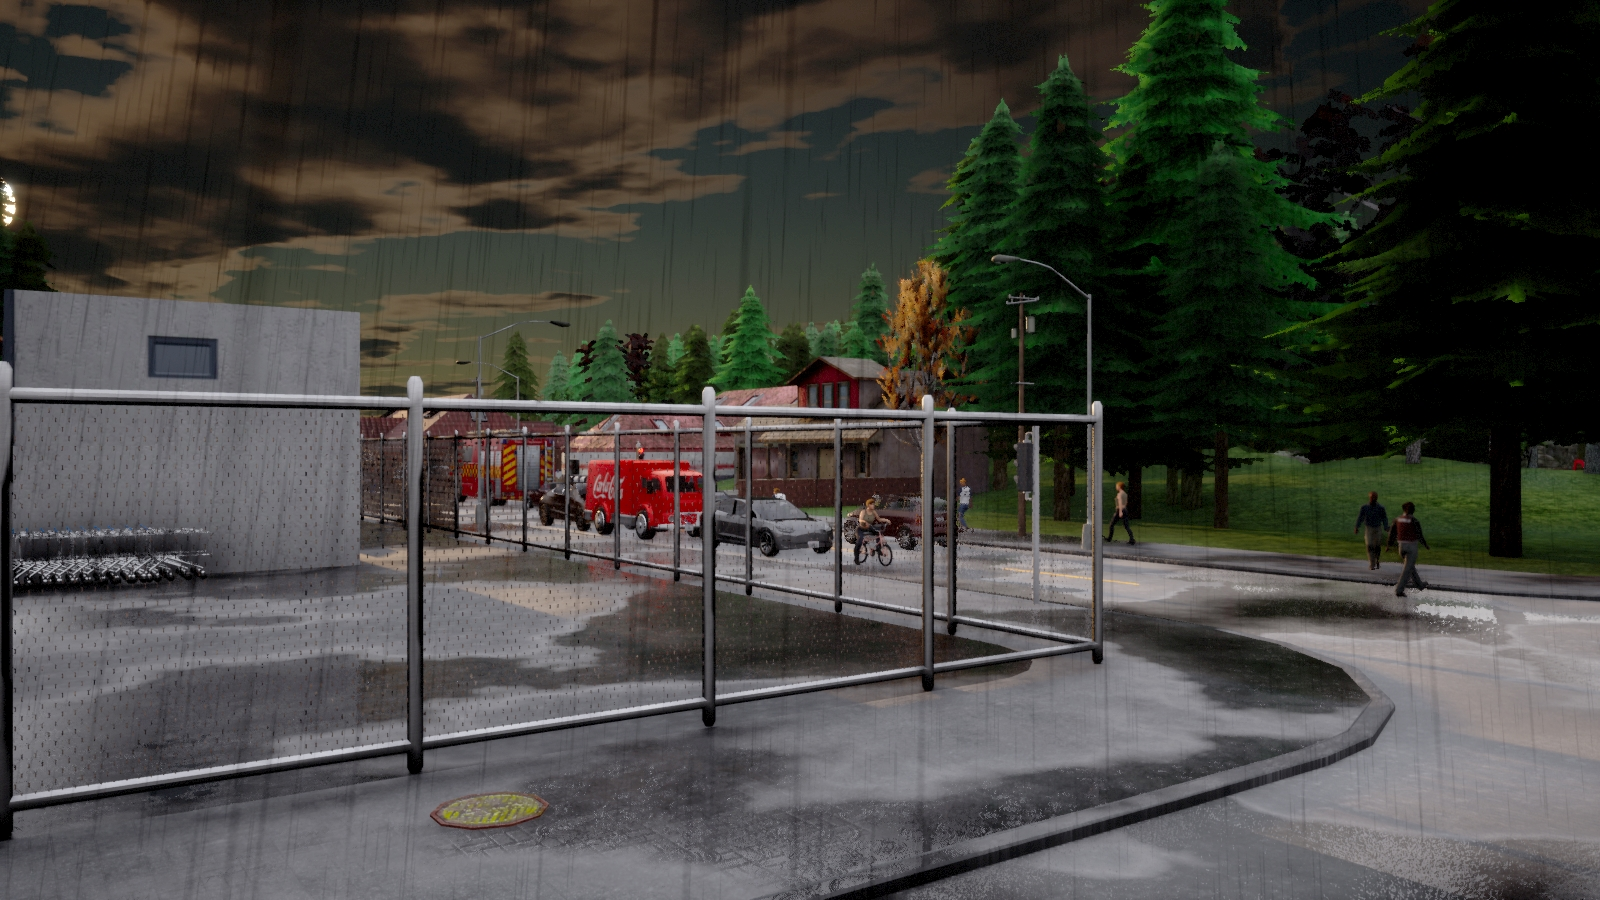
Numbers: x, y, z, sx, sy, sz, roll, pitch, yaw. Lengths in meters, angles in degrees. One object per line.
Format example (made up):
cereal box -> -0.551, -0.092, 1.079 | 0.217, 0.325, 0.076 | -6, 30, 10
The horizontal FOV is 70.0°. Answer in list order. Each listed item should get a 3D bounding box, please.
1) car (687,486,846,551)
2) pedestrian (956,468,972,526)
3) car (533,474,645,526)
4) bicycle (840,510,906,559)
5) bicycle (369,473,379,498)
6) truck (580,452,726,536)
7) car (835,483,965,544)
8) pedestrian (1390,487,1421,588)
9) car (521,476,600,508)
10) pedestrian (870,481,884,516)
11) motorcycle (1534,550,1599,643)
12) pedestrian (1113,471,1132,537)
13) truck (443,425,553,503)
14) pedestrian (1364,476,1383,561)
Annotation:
car -> -1.029, 1.840, 31.812 | 2.163, 1.488, 4.792 | 0, 0, -35
pedestrian -> 5.315, 1.520, 37.041 | 0.375, 1.860, 0.375 | 0, 0, -25
car -> -7.756, 1.772, 41.538 | 2.152, 1.651, 5.027 | 0, 0, -34
bicycle -> 1.773, 2.033, 27.810 | 0.859, 1.080, 1.487 | 0, 0, -35
bicycle -> -23.361, 1.933, 62.643 | 0.373, 1.296, 1.643 | 0, 0, -24
truck -> -4.910, 1.336, 37.383 | 2.627, 2.467, 5.204 | 0, 0, -35
car -> 2.849, 1.802, 33.215 | 1.789, 1.549, 3.705 | 0, 0, -35
pedestrian -> 11.381, 1.625, 21.476 | 0.375, 1.860, 0.375 | 0, 0, -29
car -> -11.268, 1.931, 53.453 | 1.895, 1.301, 4.718 | 0, 0, -35
pedestrian -> 2.854, 1.801, 42.516 | 0.375, 1.300, 0.375 | 0, 0, -32
motorcycle -> 11.116, 1.990, 15.344 | 2.033, 1.145, 0.803 | 0, 0, 25
pedestrian -> 9.144, 1.522, 32.378 | 0.375, 1.860, 0.375 | 0, 0, -36
truck -> -16.070, 0.667, 60.303 | 2.891, 3.827, 8.468 | 0, 0, -35
pedestrian -> 12.797, 1.520, 25.514 | 0.375, 1.860, 0.375 | 0, 0, 26
